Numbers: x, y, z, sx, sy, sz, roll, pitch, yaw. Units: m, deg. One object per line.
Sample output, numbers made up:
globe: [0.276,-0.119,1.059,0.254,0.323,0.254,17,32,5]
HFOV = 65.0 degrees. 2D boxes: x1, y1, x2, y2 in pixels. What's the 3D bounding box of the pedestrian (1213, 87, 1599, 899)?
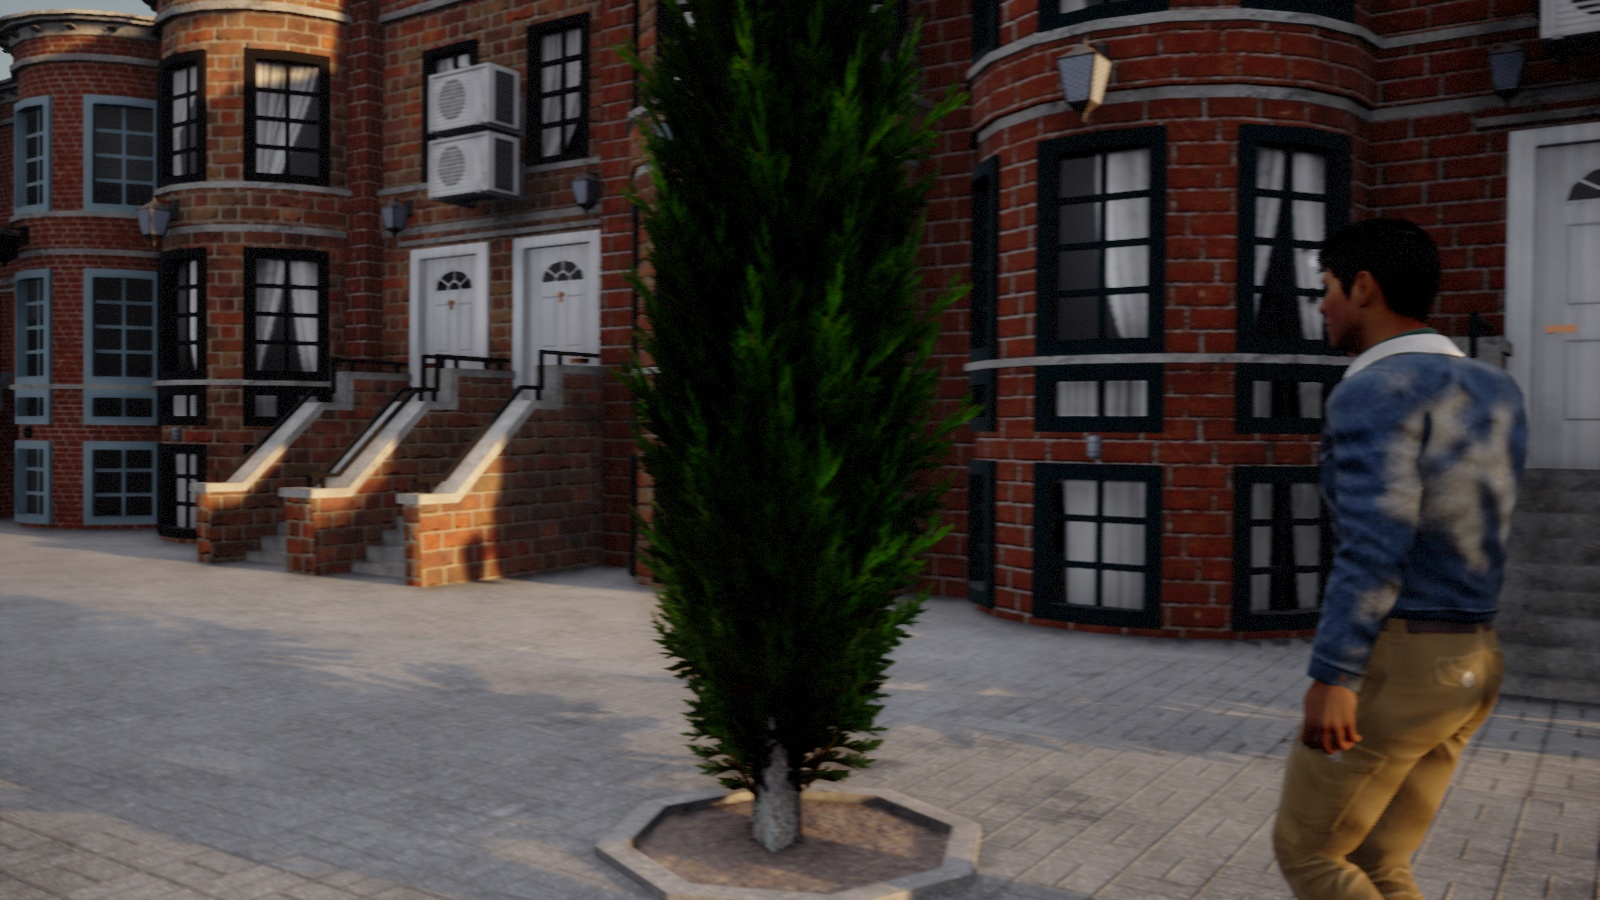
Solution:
pedestrian: [1.257,0.395,2.392,0.423,1.949,0.788,-1,1,-36]
